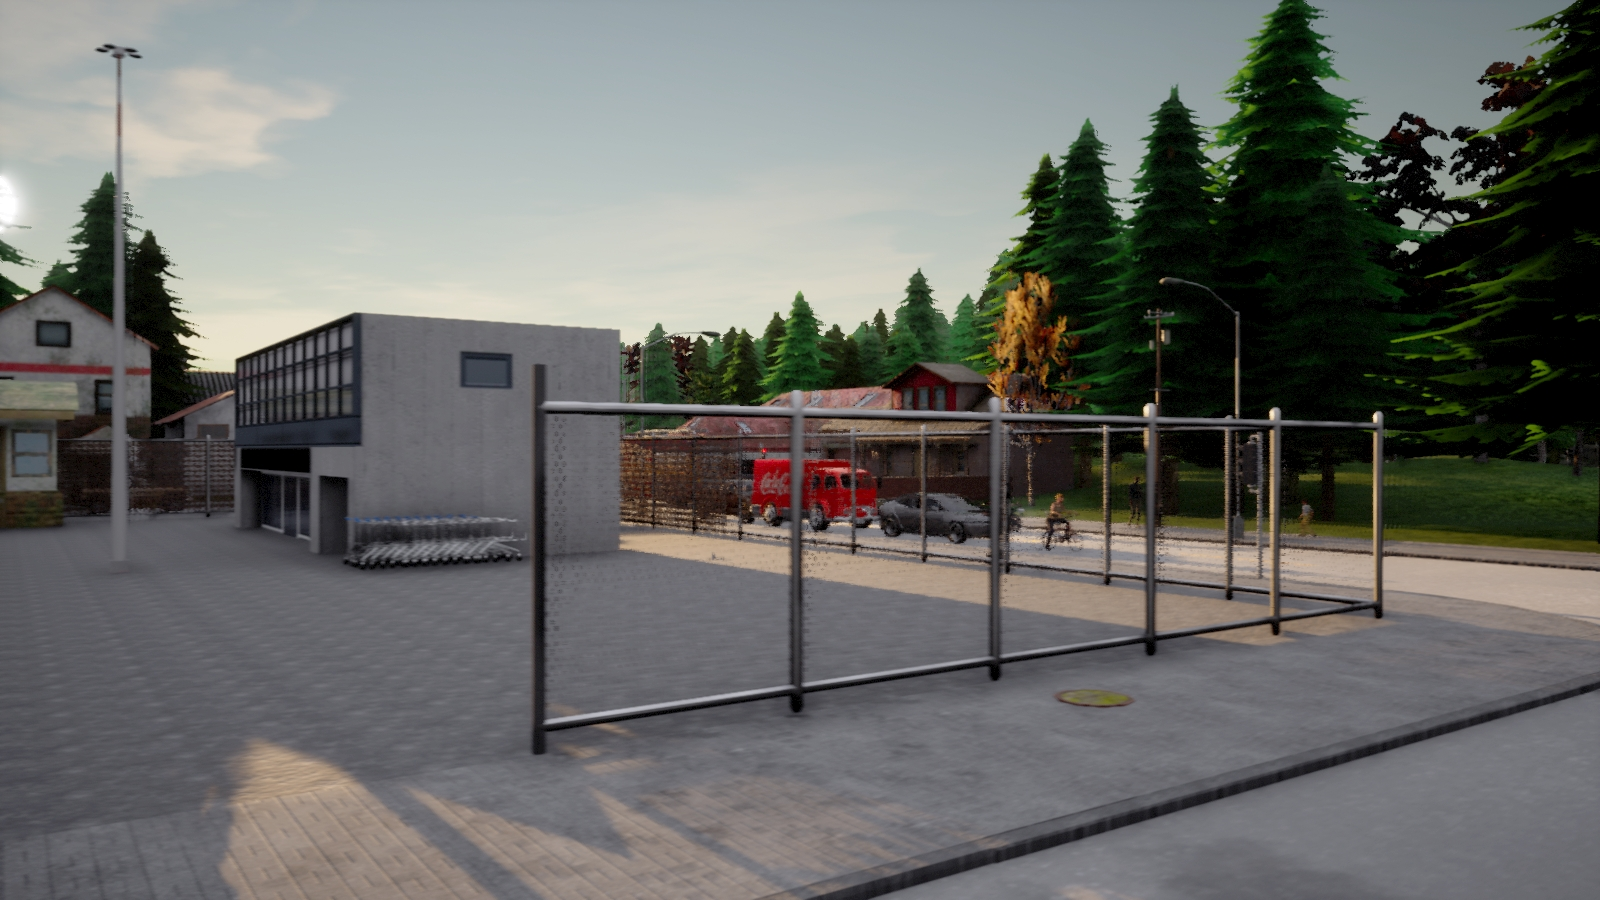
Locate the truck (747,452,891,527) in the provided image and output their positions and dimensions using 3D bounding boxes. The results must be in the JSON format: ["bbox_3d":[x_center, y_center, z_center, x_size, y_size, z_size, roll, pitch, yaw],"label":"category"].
[{"bbox_3d":[0.595,1.339,41.239,2.627,2.467,5.204,0,0,-35],"label":"truck"}]

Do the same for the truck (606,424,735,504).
[{"bbox_3d":[-6.816,0.670,58.795,2.891,3.827,8.468,0,0,-35],"label":"truck"}]

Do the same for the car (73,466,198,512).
[{"bbox_3d":[-28.879,1.643,49.700,4.605,1.855,1.932,0,0,-34],"label":"car"}]

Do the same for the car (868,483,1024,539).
[{"bbox_3d":[4.476,1.843,35.667,2.163,1.488,4.792,0,0,-35],"label":"car"}]

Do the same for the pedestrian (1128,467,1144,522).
[{"bbox_3d":[11.568,1.524,39.348,0.375,1.860,0.375,0,0,-17],"label":"pedestrian"}]

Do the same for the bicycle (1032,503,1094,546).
[{"bbox_3d":[7.278,2.036,31.665,0.859,1.080,1.487,0,0,-35],"label":"bicycle"}]

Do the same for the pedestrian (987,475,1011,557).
[{"bbox_3d":[4.583,1.516,26.322,0.375,1.860,0.375,0,0,-37],"label":"pedestrian"}]

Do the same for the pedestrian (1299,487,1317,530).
[{"bbox_3d":[15.665,1.805,35.208,0.375,1.300,0.375,0,0,-41],"label":"pedestrian"}]
